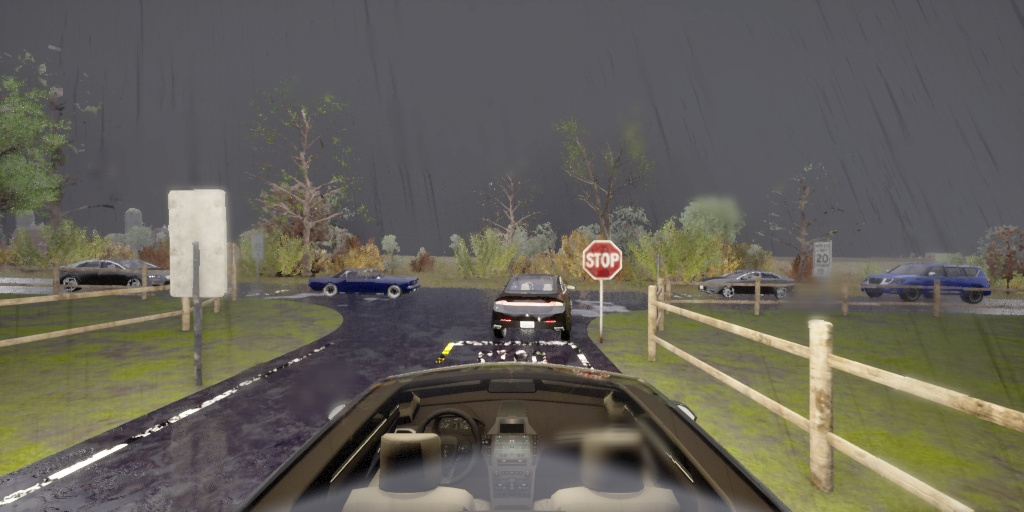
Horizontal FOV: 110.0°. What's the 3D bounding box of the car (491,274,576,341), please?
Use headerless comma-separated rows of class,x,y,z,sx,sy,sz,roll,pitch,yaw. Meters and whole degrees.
car,0.707,1.240,9.986,2.128,1.511,4.902,0,0,9

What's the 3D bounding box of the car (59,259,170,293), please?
car,-18.489,0.885,17.034,4.902,1.511,2.128,1,1,0

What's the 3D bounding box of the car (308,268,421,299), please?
car,-6.821,1.248,17.017,4.718,1.301,1.895,1,1,0

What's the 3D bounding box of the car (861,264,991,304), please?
car,22.900,1.467,19.932,5.566,2.045,2.150,1,1,0

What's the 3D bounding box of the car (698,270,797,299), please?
car,13.005,1.525,19.944,4.902,1.511,2.128,1,1,0
